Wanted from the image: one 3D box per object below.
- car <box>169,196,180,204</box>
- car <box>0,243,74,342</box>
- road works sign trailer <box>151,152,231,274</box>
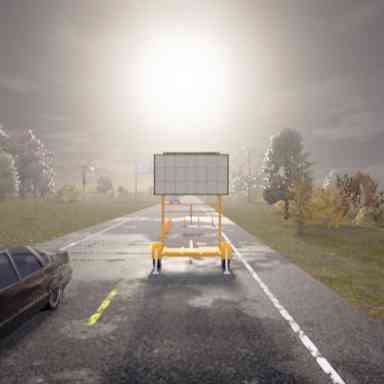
[{"bbox_3d":[-3.637,1.566,69.503,2.150,2.045,5.566,0,0,0],"label":"car"},{"bbox_3d":[-3.510,1.570,5.083,2.033,1.411,5.357,0,0,0],"label":"car"},{"bbox_3d":[-0.021,0.512,10.743,2.380,3.560,2.880,0,0,0],"label":"road works sign trailer"}]
